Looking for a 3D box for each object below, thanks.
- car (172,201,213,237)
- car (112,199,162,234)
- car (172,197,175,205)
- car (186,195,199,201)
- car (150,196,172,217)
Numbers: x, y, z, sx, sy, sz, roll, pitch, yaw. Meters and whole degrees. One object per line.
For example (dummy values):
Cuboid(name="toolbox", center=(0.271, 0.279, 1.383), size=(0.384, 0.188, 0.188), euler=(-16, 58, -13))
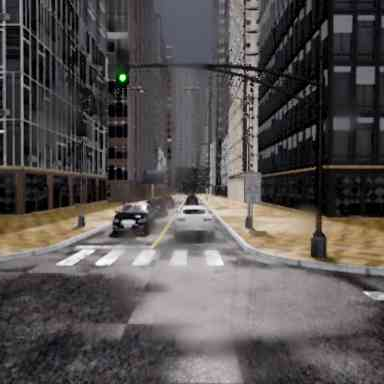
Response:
Cuboid(name="car", center=(0.106, 1.403, 17.183), size=(1.812, 1.442, 4.674), euler=(0, 0, 0))
Cuboid(name="car", center=(-3.081, 1.351, 18.341), size=(2.128, 1.511, 4.902), euler=(0, 0, 0))
Cuboid(name="car", center=(-3.070, 1.256, 41.191), size=(1.812, 1.442, 4.674), euler=(0, 0, 0))
Cuboid(name="car", center=(0.010, 1.206, 48.584), size=(1.837, 1.490, 4.892), euler=(0, 0, 0))
Cuboid(name="car", center=(-3.084, 1.301, 28.960), size=(1.837, 1.490, 4.892), euler=(0, 1, 0))
